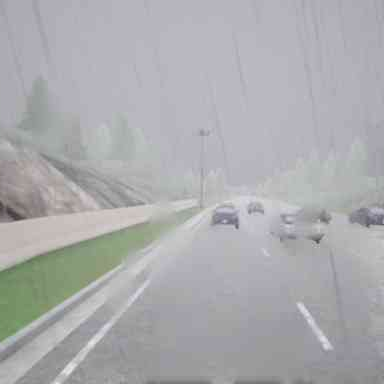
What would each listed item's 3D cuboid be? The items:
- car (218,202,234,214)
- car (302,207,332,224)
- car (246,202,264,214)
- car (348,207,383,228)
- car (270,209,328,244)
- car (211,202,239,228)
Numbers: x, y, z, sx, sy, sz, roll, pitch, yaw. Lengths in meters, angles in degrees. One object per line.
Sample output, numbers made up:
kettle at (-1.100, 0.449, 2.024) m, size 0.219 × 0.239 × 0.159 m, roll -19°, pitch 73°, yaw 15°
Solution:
car at (4.217, 1.929, 41.259) m, size 1.895 × 1.301 × 4.718 m, roll 0°, pitch 0°, yaw 6°
car at (9.764, 1.880, 27.197) m, size 1.895 × 1.301 × 4.718 m, roll 0°, pitch 0°, yaw 6°
car at (7.670, 1.902, 40.566) m, size 2.033 × 1.411 × 5.357 m, roll 0°, pitch 0°, yaw 5°
car at (12.968, 1.813, 24.180) m, size 1.812 × 1.442 × 4.674 m, roll 0°, pitch 0°, yaw 6°
car at (5.178, 1.768, 17.047) m, size 1.895 × 1.301 × 4.718 m, roll 0°, pitch 0°, yaw 6°
car at (2.343, 1.712, 23.501) m, size 1.812 × 1.442 × 4.674 m, roll 0°, pitch 0°, yaw 6°
